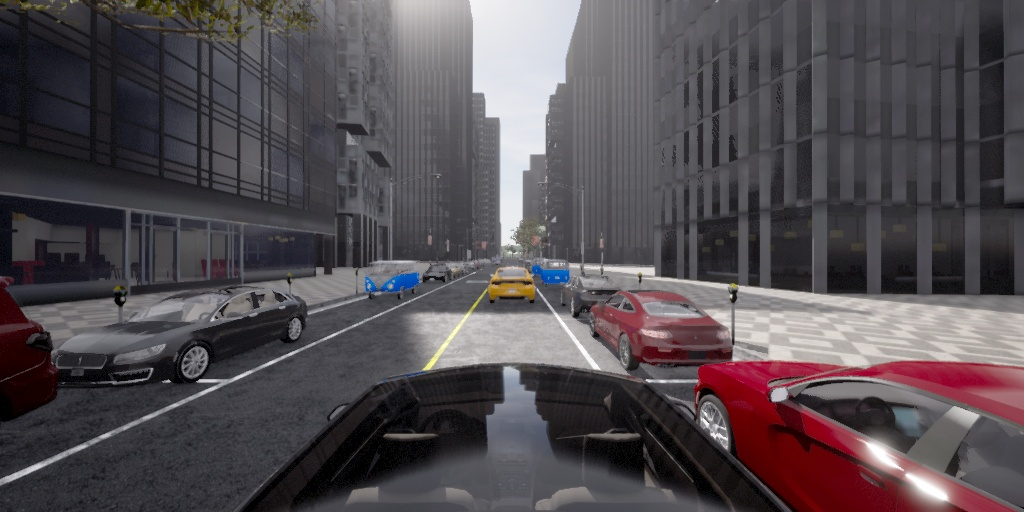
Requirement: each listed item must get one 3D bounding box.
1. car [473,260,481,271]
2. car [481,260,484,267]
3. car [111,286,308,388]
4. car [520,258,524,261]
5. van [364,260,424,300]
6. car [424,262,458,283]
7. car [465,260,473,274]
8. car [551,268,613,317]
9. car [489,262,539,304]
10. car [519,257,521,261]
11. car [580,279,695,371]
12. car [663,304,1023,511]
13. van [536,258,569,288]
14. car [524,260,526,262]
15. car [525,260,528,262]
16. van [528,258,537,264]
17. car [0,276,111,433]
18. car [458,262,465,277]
[{"bbox_3d":[-5.763,1.319,48.541,2.007,1.370,4.403,0,0,0],"label":"car"},{"bbox_3d":[-5.762,1.318,53.985,1.888,1.381,4.507,0,0,0],"label":"car"},{"bbox_3d":[-5.762,1.300,6.935,2.007,1.370,4.403,0,0,0],"label":"car"},{"bbox_3d":[2.763,1.328,59.878,2.007,1.370,4.403,0,0,0],"label":"car"},{"bbox_3d":[-5.762,1.093,17.513,1.690,1.789,3.998,0,0,0],"label":"van"},{"bbox_3d":[-5.762,1.322,28.090,1.948,1.339,4.313,0,0,0],"label":"car"},{"bbox_3d":[-5.762,1.312,38.669,2.007,1.370,4.403,0,0,0],"label":"car"},{"bbox_3d":[2.763,1.301,12.827,2.007,1.370,4.403,0,0,0],"label":"car"},{"bbox_3d":[0.000,1.238,16.500,1.882,1.535,5.008,0,0,0],"label":"car"},{"bbox_3d":[2.763,1.333,64.870,2.007,1.370,4.403,0,0,0],"label":"car"},{"bbox_3d":[2.763,1.332,7.415,1.802,1.307,4.207,0,0,0],"label":"car"},{"bbox_3d":[2.763,1.294,2.001,1.888,1.381,4.507,0,0,0],"label":"car"},{"bbox_3d":[2.763,1.095,23.654,1.690,1.789,3.998,0,0,0],"label":"van"},{"bbox_3d":[2.763,1.332,45.307,1.948,1.339,4.313,0,0,0],"label":"car"},{"bbox_3d":[2.763,1.288,40.063,1.751,1.417,4.829,0,0,0],"label":"car"},{"bbox_3d":[2.763,1.100,34.481,1.690,1.789,3.998,0,0,0],"label":"van"},{"bbox_3d":[-5.762,1.064,1.646,2.192,1.841,5.009,0,0,0],"label":"car"},{"bbox_3d":[-5.762,1.284,33.210,1.751,1.417,4.829,0,0,0],"label":"car"}]
